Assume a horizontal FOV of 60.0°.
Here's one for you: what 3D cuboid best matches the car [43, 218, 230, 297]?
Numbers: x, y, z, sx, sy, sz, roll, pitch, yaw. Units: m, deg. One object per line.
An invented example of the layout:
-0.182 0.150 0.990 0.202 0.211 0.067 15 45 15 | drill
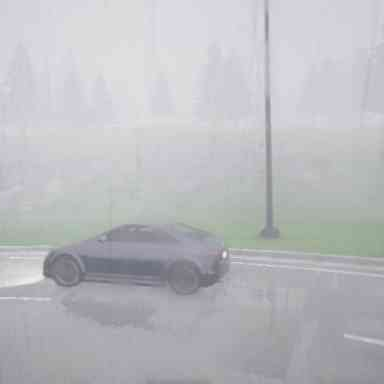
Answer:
-1.242 1.329 7.680 4.181 1.385 1.994 -1 2 16 | car
